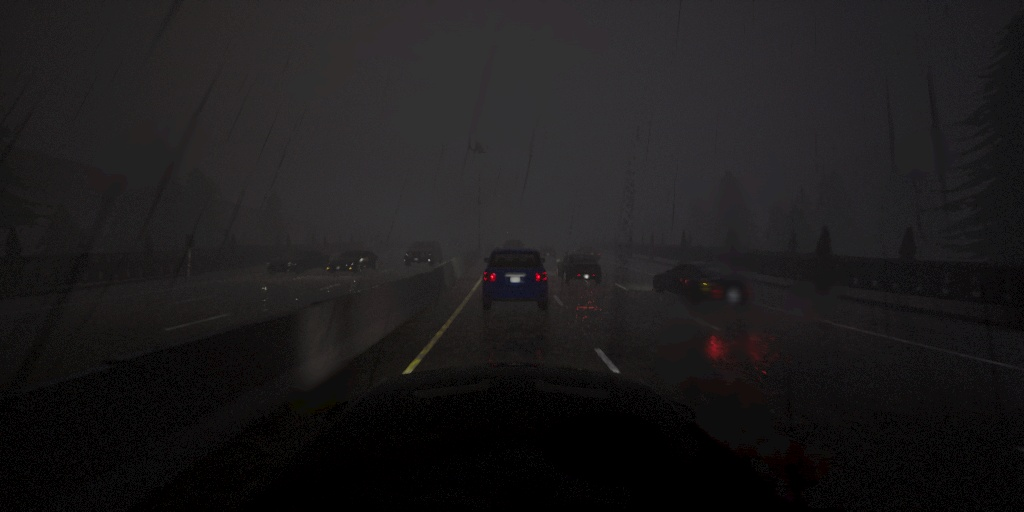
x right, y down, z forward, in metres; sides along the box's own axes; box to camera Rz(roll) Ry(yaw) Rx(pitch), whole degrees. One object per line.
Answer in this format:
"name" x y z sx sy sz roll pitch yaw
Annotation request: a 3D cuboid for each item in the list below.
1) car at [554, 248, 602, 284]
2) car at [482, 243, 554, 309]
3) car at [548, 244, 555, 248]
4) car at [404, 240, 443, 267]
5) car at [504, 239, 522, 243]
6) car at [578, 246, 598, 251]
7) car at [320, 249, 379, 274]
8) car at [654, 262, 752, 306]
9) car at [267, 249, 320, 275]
"car" 3.600 0.588 19.713 1.837 1.490 4.892 0 4 0
"car" 0.100 0.667 13.383 2.150 2.045 5.566 0 3 0
"car" 3.601 -0.519 38.152 1.812 1.442 4.674 0 4 0
"car" -7.097 -0.283 29.304 2.150 2.045 5.566 0 4 0
"car" 0.101 -0.607 34.621 2.150 2.045 5.566 0 4 0
"car" 7.100 -0.259 34.257 2.033 1.411 5.357 0 4 0
"car" -10.598 0.309 24.247 1.837 1.490 4.892 0 4 0
"car" 7.100 0.950 13.772 1.812 1.442 4.674 0 3 0
"car" -14.098 0.299 23.985 1.882 1.535 5.008 0 4 0
